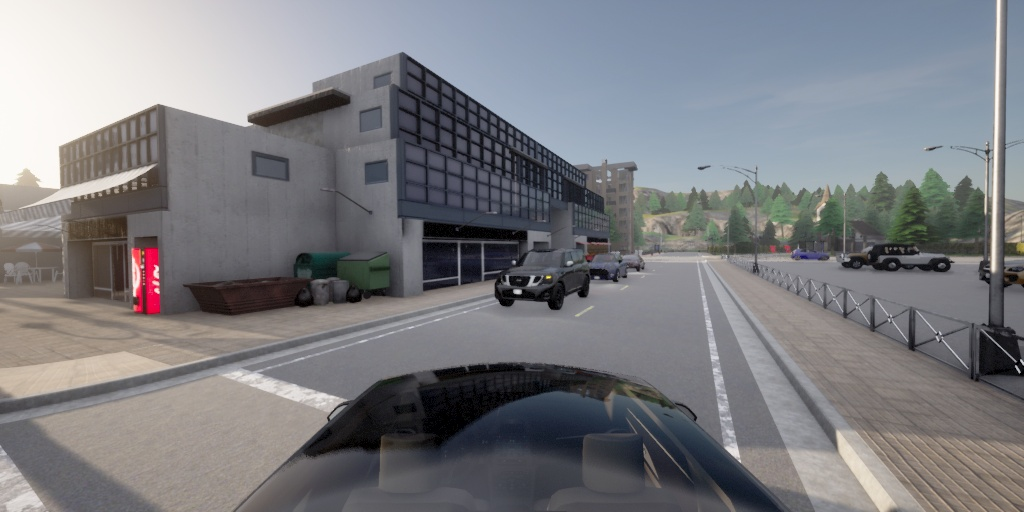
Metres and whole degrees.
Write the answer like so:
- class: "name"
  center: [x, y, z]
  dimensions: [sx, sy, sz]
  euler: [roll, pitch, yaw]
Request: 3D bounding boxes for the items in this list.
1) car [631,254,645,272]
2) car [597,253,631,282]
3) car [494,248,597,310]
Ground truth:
- class: "car"
  center: [10.558, 0.547, 31.732]
  dimensions: [1.812, 1.442, 4.674]
  euler: [0, 1, 27]
- class: "car"
  center: [5.900, 0.619, 22.621]
  dimensions: [2.097, 1.767, 4.553]
  euler: [0, 1, 27]
- class: "car"
  center: [1.427, 0.725, 13.861]
  dimensions: [2.150, 2.045, 5.566]
  euler: [0, 1, 27]
